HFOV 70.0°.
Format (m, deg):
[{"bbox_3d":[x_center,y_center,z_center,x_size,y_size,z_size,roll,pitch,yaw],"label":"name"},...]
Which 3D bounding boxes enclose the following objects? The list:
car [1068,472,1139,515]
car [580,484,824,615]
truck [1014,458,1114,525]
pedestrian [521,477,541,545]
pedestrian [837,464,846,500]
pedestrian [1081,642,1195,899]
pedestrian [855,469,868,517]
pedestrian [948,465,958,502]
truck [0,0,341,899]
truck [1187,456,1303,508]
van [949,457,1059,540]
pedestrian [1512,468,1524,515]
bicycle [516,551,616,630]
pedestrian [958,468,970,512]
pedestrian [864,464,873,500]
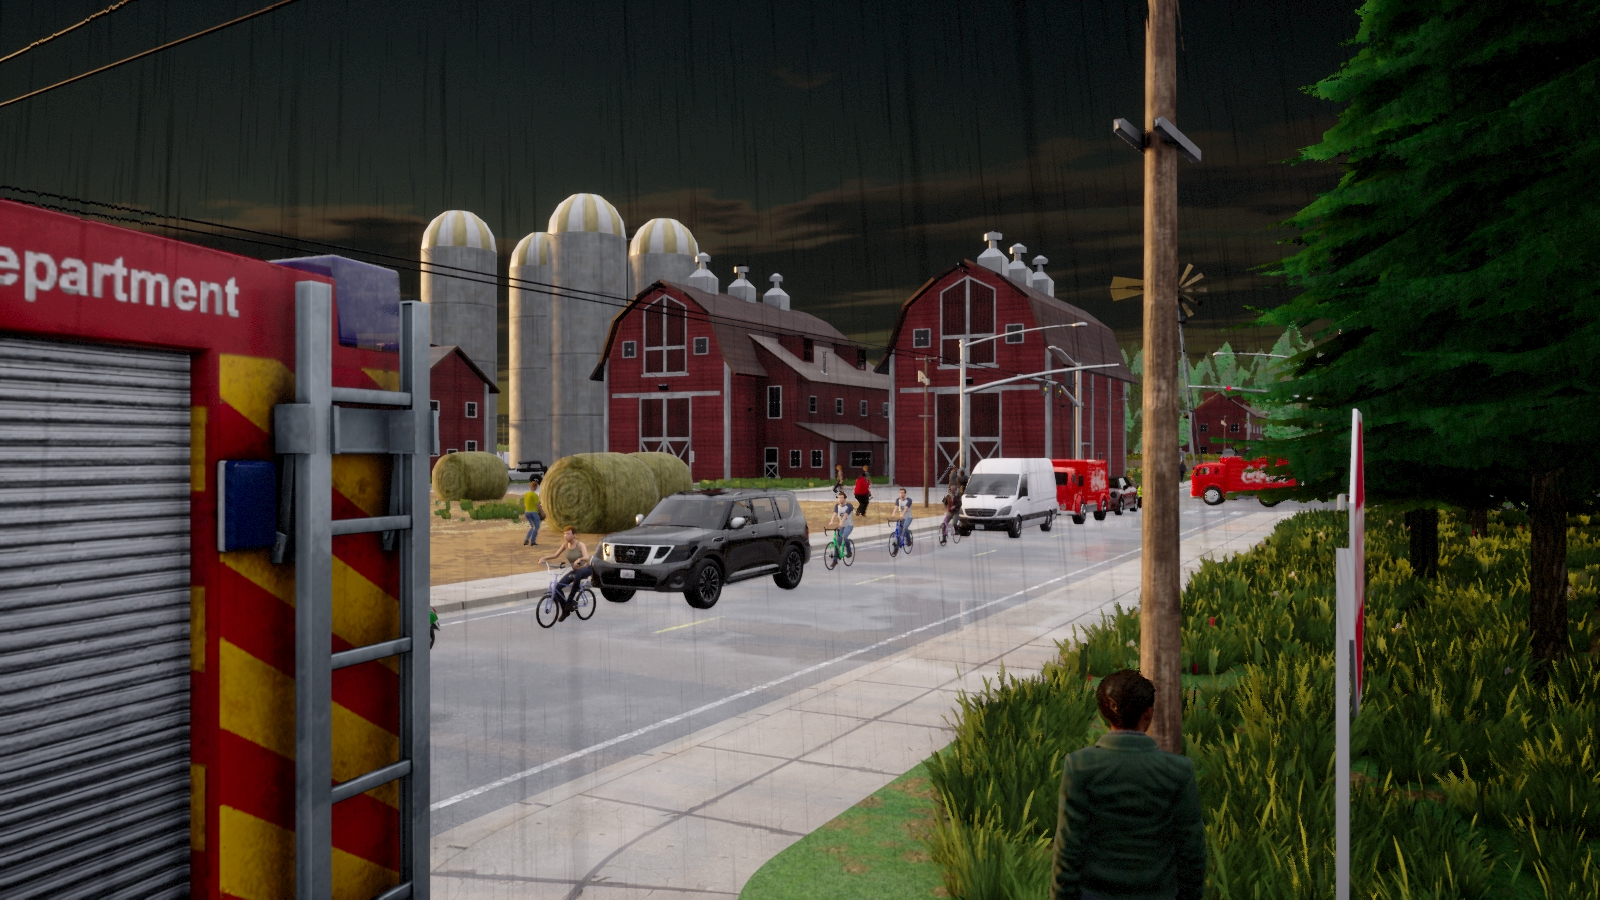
[{"bbox_3d":[13.658,1.903,51.219,2.097,1.767,4.553,0,0,28],"label":"car"},{"bbox_3d":[-1.716,1.779,22.426,2.150,2.045,5.566,0,0,27],"label":"car"},{"bbox_3d":[10.557,1.568,45.372,2.627,2.467,5.204,0,0,28],"label":"truck"},{"bbox_3d":[-7.425,1.681,31.520,0.375,1.860,0.375,0,0,36],"label":"pedestrian"},{"bbox_3d":[2.154,1.668,59.964,0.375,1.860,0.375,0,0,19],"label":"pedestrian"},{"bbox_3d":[1.213,1.663,4.138,0.375,1.860,0.375,0,0,14],"label":"pedestrian"},{"bbox_3d":[2.420,1.678,45.031,0.375,1.860,0.375,0,0,-41],"label":"pedestrian"},{"bbox_3d":[7.636,1.670,57.047,0.375,1.860,0.375,0,0,29],"label":"pedestrian"},{"bbox_3d":[-5.973,0.867,3.801,8.468,3.827,2.891,0,0,20],"label":"truck"},{"bbox_3d":[22.562,1.560,57.883,5.204,2.467,2.627,0,0,27],"label":"truck"},{"bbox_3d":[7.066,1.534,38.946,1.988,2.561,5.915,0,0,28],"label":"van"},{"bbox_3d":[29.064,1.670,46.258,0.375,1.860,0.375,0,0,27],"label":"pedestrian"},{"bbox_3d":[-3.785,2.256,18.579,0.859,1.080,1.487,0,0,28],"label":"bicycle"},{"bbox_3d":[6.944,1.694,48.387,0.375,1.860,0.375,0,0,33],"label":"pedestrian"},{"bbox_3d":[3.600,1.670,60.211,0.375,1.860,0.375,0,0,27],"label":"pedestrian"}]
